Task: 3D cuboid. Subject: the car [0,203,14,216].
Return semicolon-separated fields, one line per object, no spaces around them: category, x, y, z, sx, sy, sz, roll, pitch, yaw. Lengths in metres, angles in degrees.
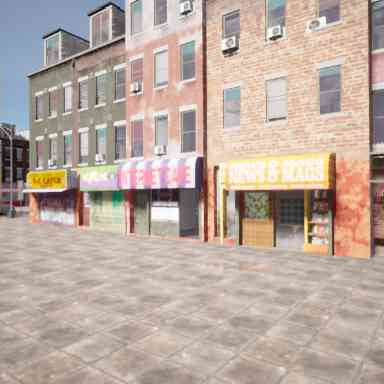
car;-18.509;1.570;30.225;1.994;1.385;4.181;-1;0;36
